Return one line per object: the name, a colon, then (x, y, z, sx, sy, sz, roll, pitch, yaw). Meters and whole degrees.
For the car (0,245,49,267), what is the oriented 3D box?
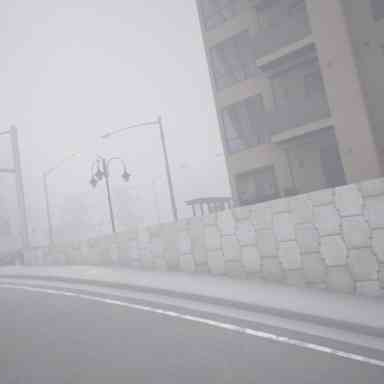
car: (-14.647, 5.688, 29.933, 1.837, 1.490, 4.892, -15, -8, 35)
